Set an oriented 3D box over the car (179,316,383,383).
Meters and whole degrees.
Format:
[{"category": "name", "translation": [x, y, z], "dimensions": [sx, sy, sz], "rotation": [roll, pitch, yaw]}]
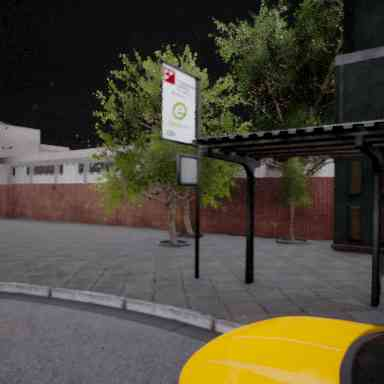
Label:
[{"category": "car", "translation": [2.168, 1.478, 1.753], "dimensions": [5.008, 1.535, 1.882], "rotation": [0, 0, 34]}]
